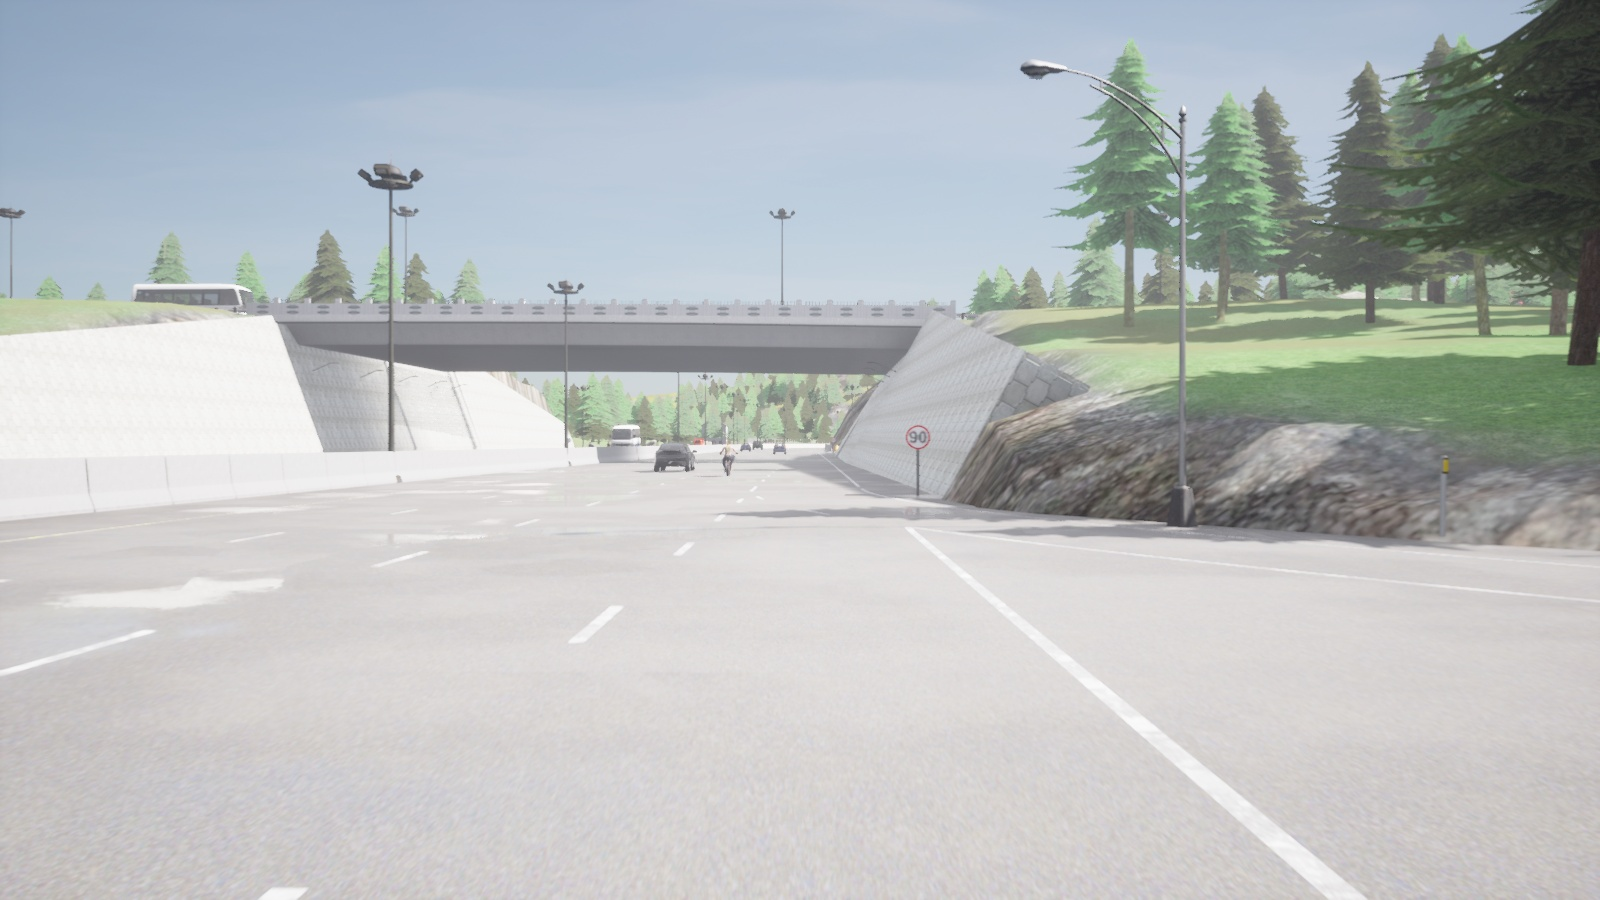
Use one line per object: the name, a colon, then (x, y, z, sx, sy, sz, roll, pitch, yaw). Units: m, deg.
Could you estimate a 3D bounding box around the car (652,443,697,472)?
car: (-6.606, 0.372, 66.466, 1.837, 1.490, 4.892, 0, 0, 0)
